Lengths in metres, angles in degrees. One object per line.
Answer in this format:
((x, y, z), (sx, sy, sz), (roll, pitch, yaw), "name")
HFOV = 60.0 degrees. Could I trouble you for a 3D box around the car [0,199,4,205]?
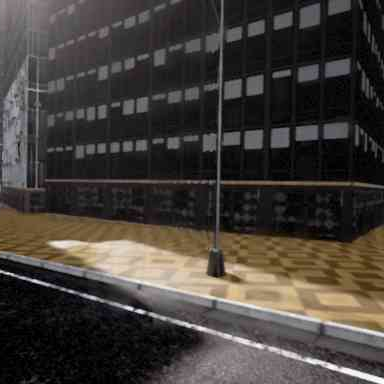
((-37.331, 2.005, 67.512), (4.507, 1.381, 1.887), (1, 1, -34), "car")
